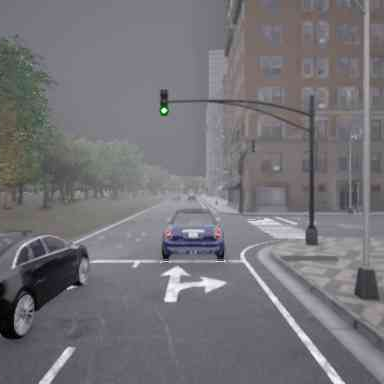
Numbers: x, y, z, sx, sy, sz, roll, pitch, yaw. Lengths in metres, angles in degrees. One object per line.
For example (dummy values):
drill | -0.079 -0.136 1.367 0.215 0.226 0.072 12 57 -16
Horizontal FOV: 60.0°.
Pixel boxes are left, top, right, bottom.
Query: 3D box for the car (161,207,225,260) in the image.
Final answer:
car | 0.057 1.385 12.728 2.097 1.767 4.553 0 0 0

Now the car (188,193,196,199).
car | -0.024 0.926 81.065 1.812 1.442 4.674 0 1 0

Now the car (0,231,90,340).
car | -3.502 1.519 6.587 2.128 1.511 4.902 0 0 0

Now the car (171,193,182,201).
car | -3.521 1.219 70.647 2.033 1.411 5.357 0 1 0

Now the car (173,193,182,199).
car | -3.524 0.996 81.096 1.895 1.301 4.718 0 1 0

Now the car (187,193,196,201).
car | -0.020 1.179 70.648 1.837 1.490 4.892 0 1 0
